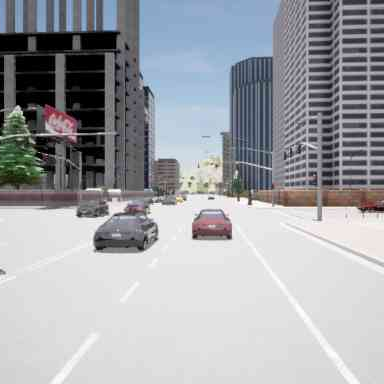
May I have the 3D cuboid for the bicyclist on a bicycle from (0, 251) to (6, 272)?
[{"bbox_3d":[-5.905,1.455,9.132,1.656,1.620,0.582,-2,0,3],"label":"bicyclist on a bicycle"}]

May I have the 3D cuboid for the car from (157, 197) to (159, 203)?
[{"bbox_3d":[-6.533,1.601,69.227,1.895,1.301,4.718,0,0,3],"label":"car"}]

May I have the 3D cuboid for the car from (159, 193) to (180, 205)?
[{"bbox_3d":[-3.820,1.352,57.142,2.097,1.767,4.553,0,0,4],"label":"car"}]

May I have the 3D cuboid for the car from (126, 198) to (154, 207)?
[{"bbox_3d":[-5.289,1.564,32.399,1.994,1.385,4.181,0,0,3],"label":"car"}]

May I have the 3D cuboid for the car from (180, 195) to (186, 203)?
[{"bbox_3d":[-3.010,1.478,69.506,1.882,1.535,5.008,0,0,3],"label":"car"}]

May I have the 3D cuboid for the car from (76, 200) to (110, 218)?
[{"bbox_3d":[-8.921,1.505,30.285,1.837,1.490,4.892,0,0,3],"label":"car"}]

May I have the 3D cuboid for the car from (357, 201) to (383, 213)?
[{"bbox_3d":[20.628,1.601,36.194,4.718,1.301,1.895,0,0,3],"label":"car"}]

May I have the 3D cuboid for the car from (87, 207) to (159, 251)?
[{"bbox_3d":[-2.656,1.564,14.220,1.994,1.385,4.181,0,0,4],"label":"car"}]

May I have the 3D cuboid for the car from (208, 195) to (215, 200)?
[{"bbox_3d":[5.432,1.595,93.874,1.895,1.301,4.718,0,0,3],"label":"car"}]

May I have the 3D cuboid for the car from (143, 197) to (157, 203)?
[{"bbox_3d":[-7.470,1.526,54.815,1.812,1.442,4.674,0,0,4],"label":"car"}]

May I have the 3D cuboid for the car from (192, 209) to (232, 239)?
[{"bbox_3d":[1.045,1.564,17.419,1.994,1.385,4.181,0,0,3],"label":"car"}]

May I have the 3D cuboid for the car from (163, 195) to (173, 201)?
[{"bbox_3d":[-5.840,1.552,81.029,1.994,1.385,4.181,0,0,3],"label":"car"}]
